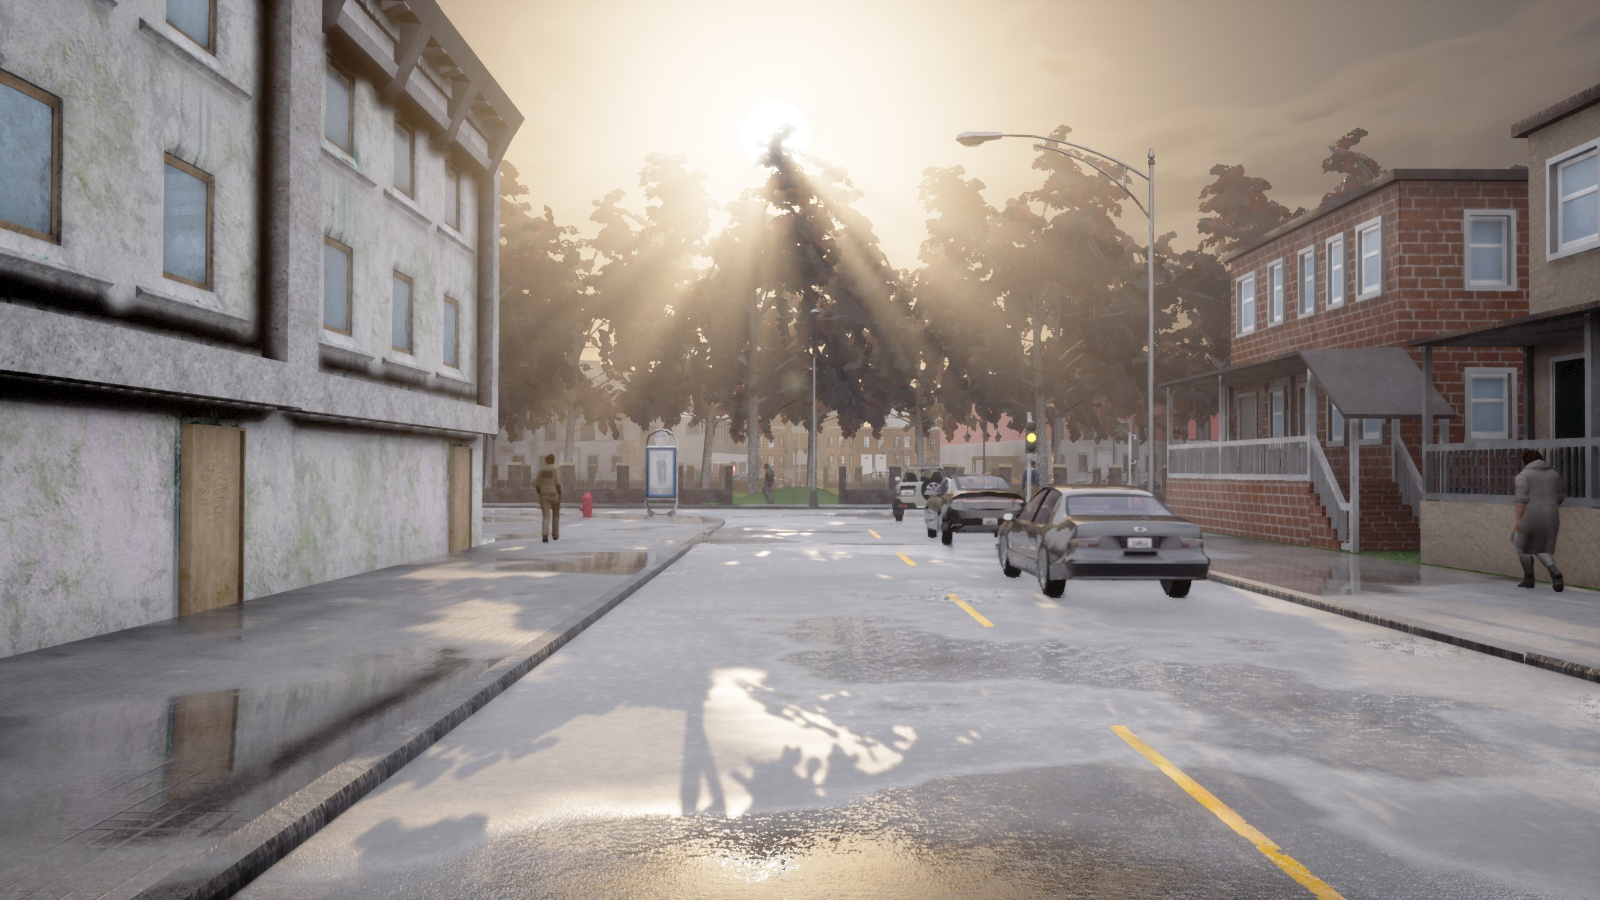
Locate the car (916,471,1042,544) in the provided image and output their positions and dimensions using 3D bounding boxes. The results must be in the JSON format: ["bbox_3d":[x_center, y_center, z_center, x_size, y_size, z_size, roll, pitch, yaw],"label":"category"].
[{"bbox_3d":[3.917,1.231,28.377,2.128,1.511,4.902,0,-1,0],"label":"car"}]

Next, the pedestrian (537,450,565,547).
[{"bbox_3d":[-5.033,0.970,25.416,0.396,1.930,0.692,0,-1,3],"label":"pedestrian"}]

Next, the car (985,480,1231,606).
[{"bbox_3d":[3.950,1.134,17.170,2.033,1.411,5.357,0,-1,0],"label":"car"}]

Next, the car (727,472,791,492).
[{"bbox_3d":[-3.044,2.410,94.516,4.792,1.488,2.163,0,-1,0],"label":"car"}]

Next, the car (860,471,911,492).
[{"bbox_3d":[6.412,2.351,94.551,3.705,1.549,1.789,0,-1,0],"label":"car"}]

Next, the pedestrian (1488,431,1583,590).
[{"bbox_3d":[9.332,0.754,15.962,0.659,1.952,0.873,0,-1,0],"label":"pedestrian"}]

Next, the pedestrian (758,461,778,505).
[{"bbox_3d":[-1.400,1.444,54.596,0.849,1.883,0.563,0,-1,0],"label":"pedestrian"}]

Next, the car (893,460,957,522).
[{"bbox_3d":[4.068,1.300,40.913,1.932,1.855,4.605,-1,-1,5],"label":"car"}]

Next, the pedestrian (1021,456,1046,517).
[{"bbox_3d":[7.525,1.167,40.454,0.423,1.949,0.788,-1,-1,44],"label":"pedestrian"}]
